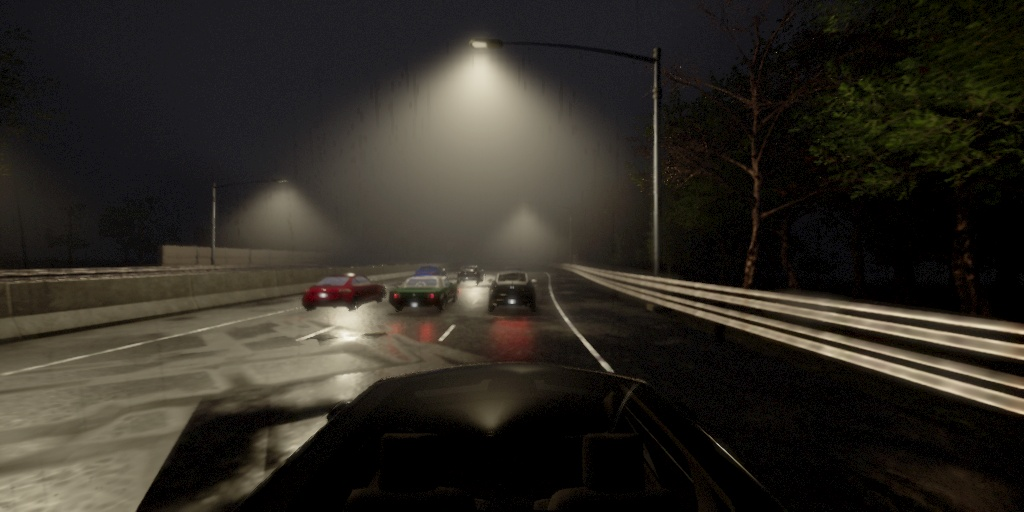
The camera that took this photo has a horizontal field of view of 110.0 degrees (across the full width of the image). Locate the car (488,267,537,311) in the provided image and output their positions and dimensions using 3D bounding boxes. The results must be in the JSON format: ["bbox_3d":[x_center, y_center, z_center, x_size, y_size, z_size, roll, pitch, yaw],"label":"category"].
[{"bbox_3d":[0.021,1.400,15.339,1.837,1.490,4.892,0,0,1],"label":"car"}]

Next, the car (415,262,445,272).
[{"bbox_3d":[-6.974,1.543,31.099,1.882,1.535,5.008,0,0,1],"label":"car"}]

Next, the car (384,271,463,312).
[{"bbox_3d":[-3.483,1.492,15.094,1.895,1.301,4.718,0,-1,1],"label":"car"}]

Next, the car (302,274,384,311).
[{"bbox_3d":[-6.983,1.458,15.348,1.994,1.385,4.181,0,-1,1],"label":"car"}]

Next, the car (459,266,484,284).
[{"bbox_3d":[-3.481,1.551,30.352,2.128,1.511,4.902,0,0,1],"label":"car"}]
